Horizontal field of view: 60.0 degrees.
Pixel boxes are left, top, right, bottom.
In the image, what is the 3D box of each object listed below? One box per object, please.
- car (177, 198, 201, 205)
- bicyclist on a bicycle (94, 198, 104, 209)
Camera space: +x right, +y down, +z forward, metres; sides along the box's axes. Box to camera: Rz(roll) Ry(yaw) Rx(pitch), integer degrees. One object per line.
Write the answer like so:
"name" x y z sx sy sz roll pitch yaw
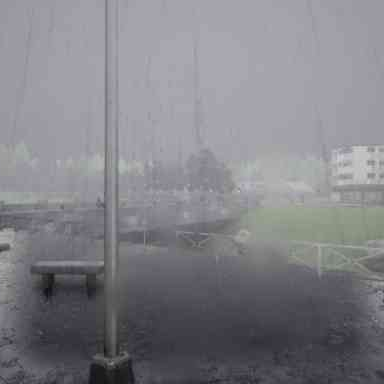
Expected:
"car" -0.361 1.563 48.367 1.994 1.385 4.181 0 0 36
"bicyclist on a bicycle" -8.304 1.348 29.832 1.656 1.620 0.582 0 0 35
